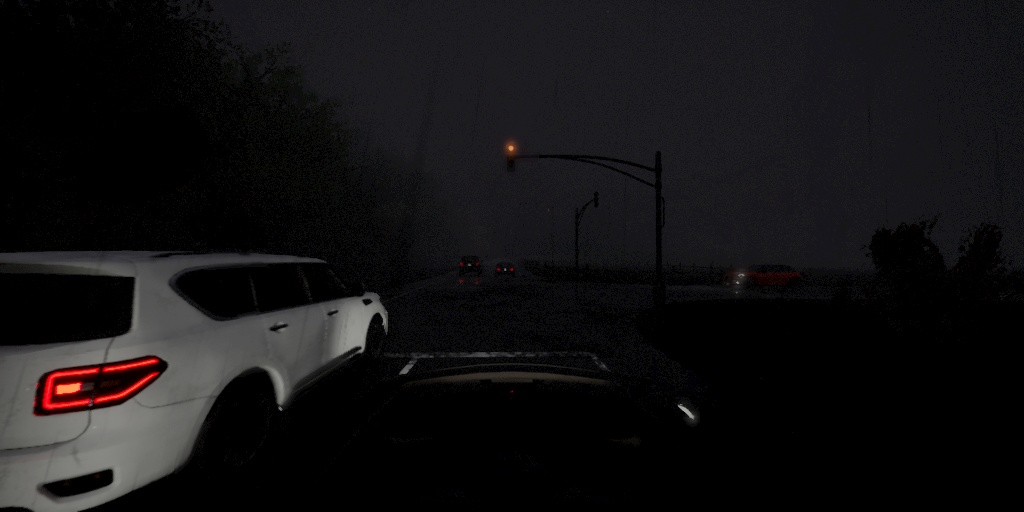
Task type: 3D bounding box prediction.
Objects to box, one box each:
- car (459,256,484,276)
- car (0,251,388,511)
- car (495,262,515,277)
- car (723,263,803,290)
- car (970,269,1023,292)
[{"bbox_3d":[-4.255,0.976,37.907,2.150,2.045,5.566,0,0,-1],"label":"car"},{"bbox_3d":[-3.472,0.973,4.722,2.150,2.045,5.566,0,0,-1],"label":"car"},{"bbox_3d":[-0.694,1.302,35.371,2.033,1.411,5.357,0,0,-1],"label":"car"},{"bbox_3d":[16.985,1.349,24.476,4.553,1.767,2.097,1,-1,0],"label":"car"},{"bbox_3d":[34.777,1.668,24.771,5.008,1.535,1.882,1,-1,-1],"label":"car"}]
